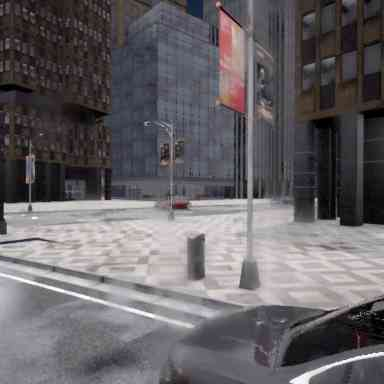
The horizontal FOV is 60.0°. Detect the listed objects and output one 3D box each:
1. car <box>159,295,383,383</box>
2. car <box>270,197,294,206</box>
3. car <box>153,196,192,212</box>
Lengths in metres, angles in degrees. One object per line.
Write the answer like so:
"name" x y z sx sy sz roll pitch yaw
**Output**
"car" 1.948 1.504 2.257 4.892 1.490 1.837 0 0 35
"car" 14.347 1.466 52.784 4.902 1.511 2.128 0 0 -41
"car" -2.252 1.299 38.327 4.553 1.767 2.097 0 0 -41
